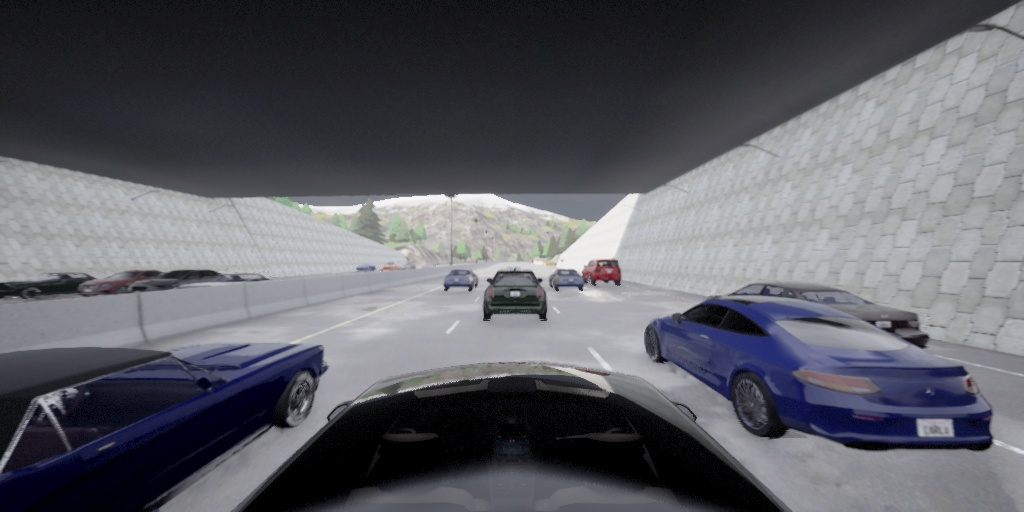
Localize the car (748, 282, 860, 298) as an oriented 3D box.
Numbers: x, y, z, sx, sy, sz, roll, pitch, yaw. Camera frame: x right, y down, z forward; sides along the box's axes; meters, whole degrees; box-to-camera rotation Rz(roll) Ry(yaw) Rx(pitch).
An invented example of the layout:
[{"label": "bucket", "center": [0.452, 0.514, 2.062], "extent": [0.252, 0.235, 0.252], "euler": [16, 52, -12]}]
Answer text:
[{"label": "car", "center": [7.105, 1.385, 9.375], "extent": [2.033, 1.411, 5.357], "euler": [0, -1, 0]}]

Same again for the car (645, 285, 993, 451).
[{"label": "car", "center": [3.590, 1.317, 5.345], "extent": [1.812, 1.442, 4.674], "euler": [0, -1, 0]}]

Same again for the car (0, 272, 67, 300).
[{"label": "car", "center": [-24.588, 1.551, 19.234], "extent": [1.895, 1.301, 4.718], "euler": [0, -1, 0]}]

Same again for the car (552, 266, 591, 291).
[{"label": "car", "center": [3.617, 1.558, 24.427], "extent": [2.033, 1.411, 5.357], "euler": [0, -1, 0]}]

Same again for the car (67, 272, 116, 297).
[{"label": "car", "center": [-21.086, 1.487, 20.159], "extent": [1.812, 1.442, 4.674], "euler": [0, -1, 0]}]

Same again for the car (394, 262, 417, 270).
[{"label": "car", "center": [-17.449, 1.966, 60.122], "extent": [2.033, 1.411, 5.357], "euler": [0, -1, 1]}]

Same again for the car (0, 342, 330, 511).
[{"label": "car", "center": [-3.415, 1.363, 2.747], "extent": [1.895, 1.301, 4.718], "euler": [0, -1, 0]}]

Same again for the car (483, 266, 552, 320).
[{"label": "car", "center": [0.105, 1.235, 13.375], "extent": [2.097, 1.767, 4.553], "euler": [0, -1, 0]}]

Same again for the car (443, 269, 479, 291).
[{"label": "car", "center": [-3.384, 1.558, 24.434], "extent": [2.033, 1.411, 5.357], "euler": [0, -1, 0]}]

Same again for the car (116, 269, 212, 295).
[{"label": "car", "center": [-17.587, 1.456, 19.302], "extent": [1.837, 1.490, 4.892], "euler": [0, -1, 0]}]

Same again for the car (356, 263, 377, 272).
[{"label": "car", "center": [-24.446, 1.898, 60.245], "extent": [1.882, 1.535, 5.008], "euler": [0, -1, 1]}]

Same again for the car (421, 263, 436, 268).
[{"label": "car", "center": [-13.960, 1.946, 60.228], "extent": [1.812, 1.442, 4.674], "euler": [0, -1, 1]}]

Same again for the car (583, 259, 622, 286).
[{"label": "car", "center": [7.125, 1.283, 28.908], "extent": [2.150, 2.045, 5.566], "euler": [0, -1, 0]}]

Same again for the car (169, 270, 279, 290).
[{"label": "car", "center": [-14.090, 1.540, 18.222], "extent": [1.895, 1.301, 4.718], "euler": [0, -1, 0]}]
